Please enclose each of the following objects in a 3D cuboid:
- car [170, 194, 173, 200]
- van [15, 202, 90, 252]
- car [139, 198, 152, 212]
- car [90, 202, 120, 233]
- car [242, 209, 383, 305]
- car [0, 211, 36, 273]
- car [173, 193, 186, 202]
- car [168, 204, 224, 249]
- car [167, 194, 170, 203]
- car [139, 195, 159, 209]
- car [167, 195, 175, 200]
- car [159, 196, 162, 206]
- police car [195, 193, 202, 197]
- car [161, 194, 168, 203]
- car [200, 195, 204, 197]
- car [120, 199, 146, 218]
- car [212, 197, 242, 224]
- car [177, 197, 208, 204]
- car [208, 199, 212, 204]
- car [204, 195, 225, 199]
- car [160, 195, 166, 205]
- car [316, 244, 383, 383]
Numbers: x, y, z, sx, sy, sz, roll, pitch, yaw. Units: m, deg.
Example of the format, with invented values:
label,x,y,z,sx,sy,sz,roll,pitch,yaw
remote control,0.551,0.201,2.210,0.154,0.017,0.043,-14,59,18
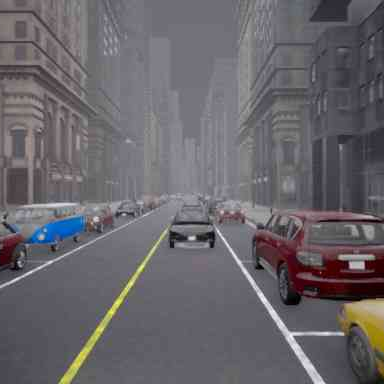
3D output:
label,x,y,z,sx,sy,sz,roll,pitch,yaw
car,-5.758,1.325,69.584,2.192,1.841,5.009,0,0,0
van,-5.759,1.340,13.566,1.690,1.788,3.998,0,0,0
car,-5.760,1.584,35.973,1.802,1.307,4.206,0,0,0
car,-5.759,1.440,19.168,1.967,1.590,4.097,0,0,0
car,2.767,1.314,7.966,2.192,1.841,5.009,0,0,0
car,-5.759,1.438,7.965,1.967,1.590,4.097,0,0,0
car,-3.000,1.314,76.715,2.097,1.767,4.553,0,0,0
car,0.000,1.495,14.650,2.128,1.511,4.902,0,0,0
car,-5.759,1.448,63.982,1.967,1.590,4.097,0,0,0
car,-5.758,1.318,41.575,2.192,1.841,5.009,0,0,0
car,-5.760,1.599,91.991,1.802,1.307,4.206,0,0,0
car,-5.759,1.530,47.007,1.752,1.417,4.829,0,0,0
police car,2.367,1.438,80.187,1.930,1.638,5.238,0,0,0
car,-5.759,1.573,58.381,1.947,1.339,4.313,0,0,0
car,2.766,1.552,58.386,1.887,1.381,4.507,0,0,0
car,-5.759,1.567,30.372,1.947,1.339,4.313,0,0,0
car,2.766,1.441,24.773,1.967,1.590,4.097,0,0,0
car,0.000,1.497,29.650,2.128,1.511,4.902,0,0,0
car,2.766,1.567,30.375,1.947,1.339,4.313,0,0,0
car,2.767,1.318,35.977,2.192,1.841,5.009,0,0,0
car,-5.759,1.557,52.779,2.008,1.369,4.403,0,0,0
car,2.766,1.523,2.534,1.752,1.417,4.829,0,0,0
